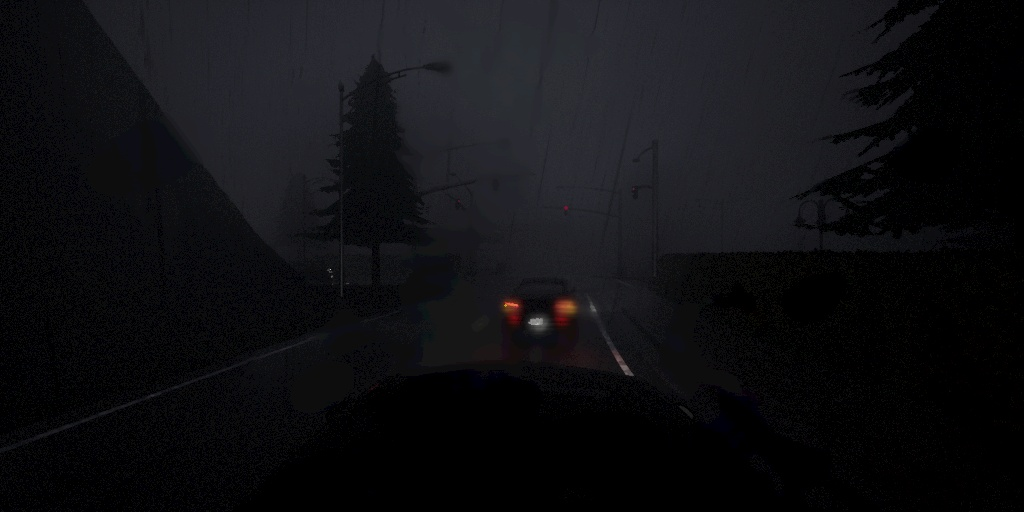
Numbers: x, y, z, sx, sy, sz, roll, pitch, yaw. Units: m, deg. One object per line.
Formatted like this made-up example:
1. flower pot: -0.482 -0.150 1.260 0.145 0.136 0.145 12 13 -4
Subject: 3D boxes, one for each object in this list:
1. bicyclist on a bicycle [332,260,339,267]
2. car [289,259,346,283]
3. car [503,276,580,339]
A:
1. bicyclist on a bicycle: -17.372 1.203 35.331 0.582 1.620 1.656 0 0 8
2. car: -15.349 1.102 27.909 4.553 1.767 2.097 0 0 9
3. car: 0.918 1.276 10.056 1.812 1.442 4.674 0 0 9
